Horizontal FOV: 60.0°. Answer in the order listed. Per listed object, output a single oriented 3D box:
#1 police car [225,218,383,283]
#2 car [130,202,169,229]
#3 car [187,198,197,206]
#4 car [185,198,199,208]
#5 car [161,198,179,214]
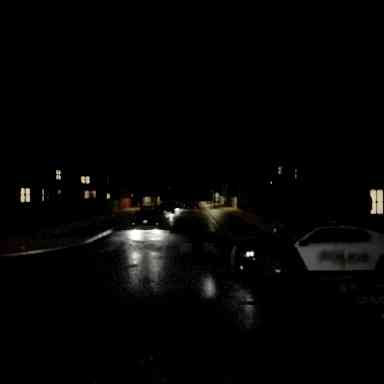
[{"bbox_3d":[3.469,1.557,9.239,4.974,1.542,2.038,0,-1,-2],"label":"police car"},{"bbox_3d":[-2.848,1.615,22.127,1.994,1.385,4.181,0,0,0],"label":"car"},{"bbox_3d":[0.005,1.782,61.737,1.812,1.442,4.674,0,0,0],"label":"car"},{"bbox_3d":[0.003,1.661,51.318,1.882,1.535,5.008,0,0,0],"label":"car"},{"bbox_3d":[-2.844,1.657,37.799,2.033,1.411,5.357,0,0,0],"label":"car"}]
